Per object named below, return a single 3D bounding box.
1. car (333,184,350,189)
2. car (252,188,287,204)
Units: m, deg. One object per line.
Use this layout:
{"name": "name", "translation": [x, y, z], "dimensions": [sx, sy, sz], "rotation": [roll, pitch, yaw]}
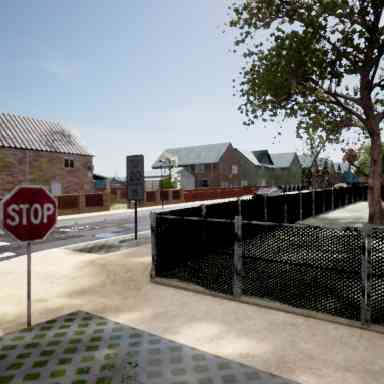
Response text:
{"name": "car", "translation": [23.106, -0.551, 51.199], "dimensions": [1.882, 1.535, 5.008], "rotation": [-1, 1, 36]}
{"name": "car", "translation": [6.961, 0.417, 28.992], "dimensions": [2.128, 1.511, 4.902], "rotation": [-1, 2, 36]}
